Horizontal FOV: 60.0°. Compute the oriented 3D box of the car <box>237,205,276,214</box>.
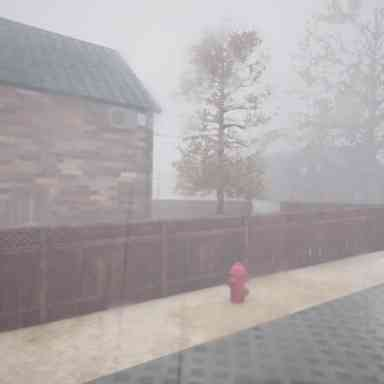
[{"bbox_3d":[5.268,1.738,27.187,1.994,1.385,4.181,2,-2,-34],"label":"car"}]
